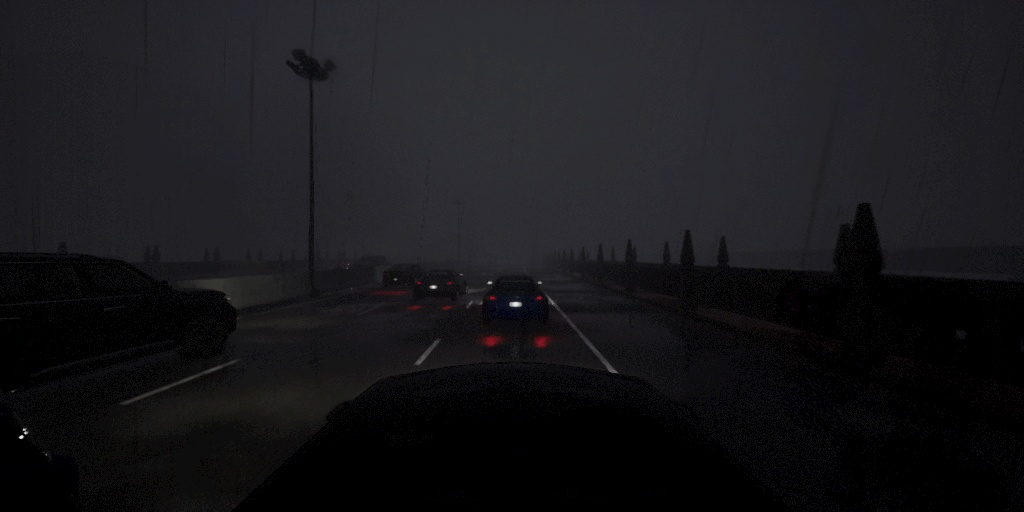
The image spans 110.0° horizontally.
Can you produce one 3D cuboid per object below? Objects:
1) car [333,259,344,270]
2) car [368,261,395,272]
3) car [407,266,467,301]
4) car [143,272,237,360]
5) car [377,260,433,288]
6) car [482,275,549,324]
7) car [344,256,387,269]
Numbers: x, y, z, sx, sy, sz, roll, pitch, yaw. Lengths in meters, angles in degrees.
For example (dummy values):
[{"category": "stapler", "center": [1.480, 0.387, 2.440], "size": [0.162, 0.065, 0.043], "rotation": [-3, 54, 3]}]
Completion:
[{"category": "car", "center": [-21.018, 1.104, 45.999], "size": [2.097, 1.767, 4.553], "rotation": [0, 0, 1]}, {"category": "car", "center": [-17.505, 1.353, 48.228], "size": [1.895, 1.301, 4.718], "rotation": [0, 0, 1]}, {"category": "car", "center": [-3.395, 1.314, 17.511], "size": [1.994, 1.385, 4.181], "rotation": [0, 0, 0]}, {"category": "car", "center": [-6.899, 0.972, 5.193], "size": [2.150, 2.045, 5.566], "rotation": [0, 0, 0]}, {"category": "car", "center": [-6.893, 1.228, 23.695], "size": [1.882, 1.535, 5.008], "rotation": [0, 0, 0]}, {"category": "car", "center": [0.102, 1.314, 11.975], "size": [1.994, 1.385, 4.181], "rotation": [0, 0, 0]}, {"category": "car", "center": [-14.081, 0.972, 35.663], "size": [2.150, 2.045, 5.566], "rotation": [0, 0, 0]}]
